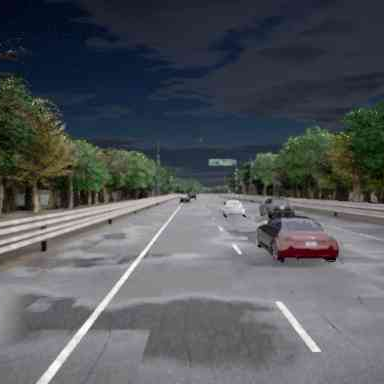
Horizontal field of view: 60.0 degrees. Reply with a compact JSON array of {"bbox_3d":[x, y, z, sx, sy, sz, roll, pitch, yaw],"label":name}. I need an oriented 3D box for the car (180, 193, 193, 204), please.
[{"bbox_3d":[-1.247,1.354,60.700,1.882,1.535,5.008,0,0,0],"label":"car"}]

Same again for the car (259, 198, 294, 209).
[{"bbox_3d":[7.090,1.282,28.269,2.097,1.767,4.553,0,0,0],"label":"car"}]

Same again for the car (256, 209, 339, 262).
[{"bbox_3d":[3.596,1.534,12.043,1.994,1.385,4.181,0,0,0],"label":"car"}]

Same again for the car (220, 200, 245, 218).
[{"bbox_3d":[3.590,1.452,29.606,1.812,1.442,4.674,0,0,0],"label":"car"}]

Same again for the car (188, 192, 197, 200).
[{"bbox_3d":[-0.028,0.904,79.753,2.150,2.045,5.566,0,0,0],"label":"car"}]
